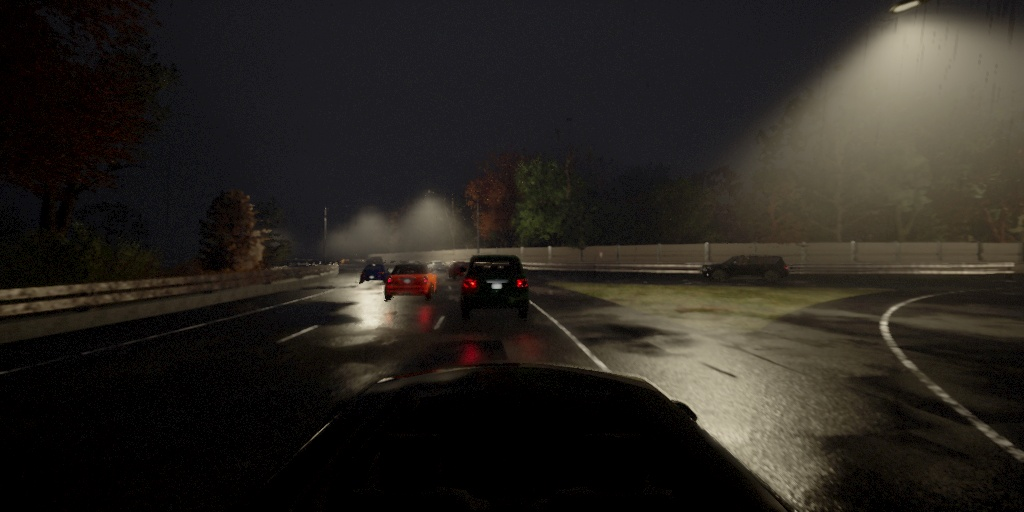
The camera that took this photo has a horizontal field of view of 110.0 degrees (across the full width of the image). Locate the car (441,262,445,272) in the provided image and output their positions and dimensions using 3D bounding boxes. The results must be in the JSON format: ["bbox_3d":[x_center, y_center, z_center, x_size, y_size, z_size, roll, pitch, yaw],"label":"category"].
[{"bbox_3d":[-10.066,1.370,47.406,1.812,1.442,4.674,0,0,-24],"label":"car"}]

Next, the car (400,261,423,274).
[{"bbox_3d":[-12.680,1.398,44.861,2.033,1.411,5.357,0,0,-24],"label":"car"}]

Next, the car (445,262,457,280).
[{"bbox_3d":[-4.647,1.284,32.516,1.882,1.535,5.008,0,0,-16],"label":"car"}]

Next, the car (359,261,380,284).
[{"bbox_3d":[-10.575,1.347,27.818,1.812,1.442,4.674,0,0,-14],"label":"car"}]

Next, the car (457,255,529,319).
[{"bbox_3d":[-0.744,0.988,13.169,2.150,2.045,5.566,0,0,-6],"label":"car"}]

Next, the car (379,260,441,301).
[{"bbox_3d":[-4.945,1.141,18.038,2.097,1.767,4.553,0,0,-8],"label":"car"}]

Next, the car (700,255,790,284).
[{"bbox_3d":[17.115,0.945,26.600,5.566,2.045,2.150,0,0,17],"label":"car"}]
